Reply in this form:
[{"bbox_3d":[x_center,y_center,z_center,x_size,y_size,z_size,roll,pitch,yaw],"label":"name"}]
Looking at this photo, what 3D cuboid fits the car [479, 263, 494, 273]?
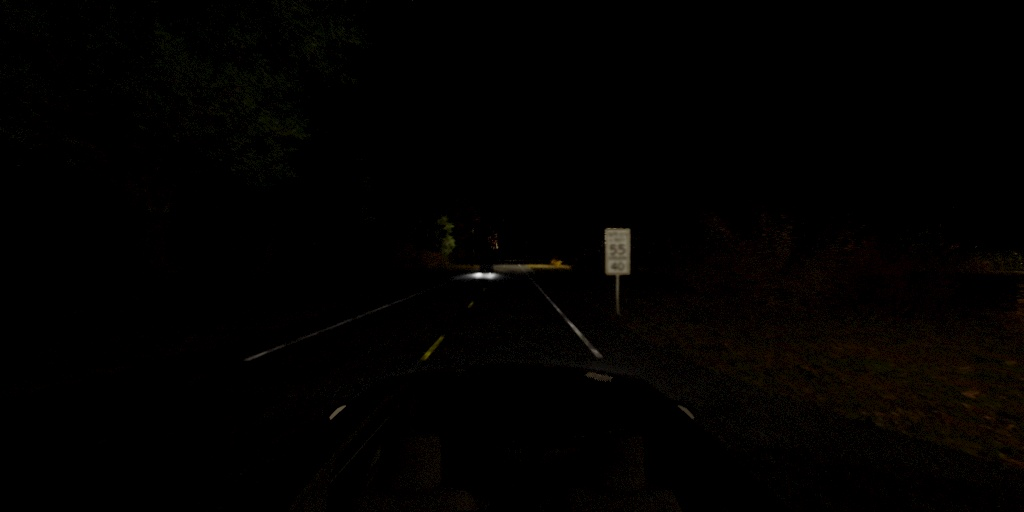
[{"bbox_3d":[-3.463,1.562,48.795,1.895,1.301,4.718,0,0,0],"label":"car"}]
